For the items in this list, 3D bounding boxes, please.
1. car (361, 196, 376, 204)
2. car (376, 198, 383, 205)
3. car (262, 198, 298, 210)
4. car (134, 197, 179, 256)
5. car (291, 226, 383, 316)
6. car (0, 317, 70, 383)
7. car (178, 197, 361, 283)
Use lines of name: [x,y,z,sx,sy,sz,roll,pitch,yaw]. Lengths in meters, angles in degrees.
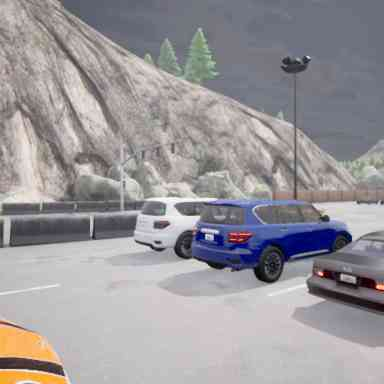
car: [29.447,1.355,55.695,4.181,1.385,1.994,0,0,-36]
car: [31.867,1.353,53.135,4.181,1.385,1.994,0,0,-36]
car: [10.678,1.477,40.630,4.181,1.385,1.994,0,0,15]
car: [0.525,1.216,12.797,5.566,2.045,2.150,0,0,-36]
car: [4.740,1.542,7.213,5.357,1.411,2.033,0,0,-36]
car: [-2.940,1.351,1.644,4.553,1.767,2.097,0,0,-36]
car: [2.550,1.216,9.920,5.566,2.045,2.150,0,0,-38]
